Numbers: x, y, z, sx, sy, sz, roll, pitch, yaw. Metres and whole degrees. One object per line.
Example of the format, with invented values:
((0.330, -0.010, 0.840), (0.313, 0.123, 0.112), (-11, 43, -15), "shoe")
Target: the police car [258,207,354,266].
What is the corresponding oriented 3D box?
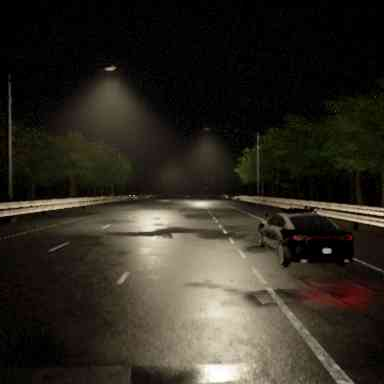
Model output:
((3.541, 1.350, 11.368), (1.930, 1.638, 5.238), (0, 0, -1), "police car")
